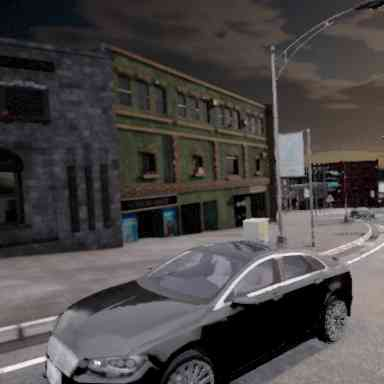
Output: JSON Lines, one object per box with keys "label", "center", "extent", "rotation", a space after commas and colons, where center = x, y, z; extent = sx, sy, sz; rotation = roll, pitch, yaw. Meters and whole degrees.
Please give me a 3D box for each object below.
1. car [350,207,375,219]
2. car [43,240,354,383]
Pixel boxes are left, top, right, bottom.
{"label": "car", "center": [21.162, 2.600, 41.451], "extent": [1.812, 1.442, 4.674], "rotation": [-3, -3, 10]}
{"label": "car", "center": [0.535, 1.531, 4.813], "extent": [4.902, 1.511, 2.128], "rotation": [0, -1, -40]}
